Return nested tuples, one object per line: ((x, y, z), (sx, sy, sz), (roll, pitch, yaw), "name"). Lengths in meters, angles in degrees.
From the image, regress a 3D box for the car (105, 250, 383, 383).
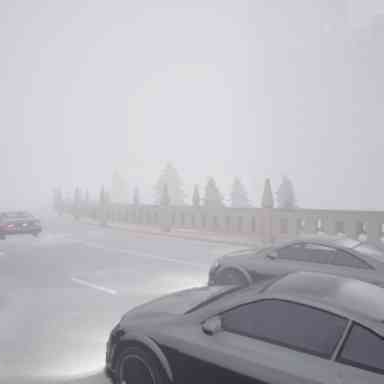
((1.030, 1.576, 3.421), (4.181, 1.385, 1.994), (-1, 0, 37), "car")

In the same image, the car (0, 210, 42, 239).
((-9.975, 1.716, 18.523), (2.033, 1.411, 5.357), (0, 0, -40), "car")

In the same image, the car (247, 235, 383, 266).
((2.404, 1.586, 6.777), (4.181, 1.385, 1.994), (-1, 0, 37), "car")
